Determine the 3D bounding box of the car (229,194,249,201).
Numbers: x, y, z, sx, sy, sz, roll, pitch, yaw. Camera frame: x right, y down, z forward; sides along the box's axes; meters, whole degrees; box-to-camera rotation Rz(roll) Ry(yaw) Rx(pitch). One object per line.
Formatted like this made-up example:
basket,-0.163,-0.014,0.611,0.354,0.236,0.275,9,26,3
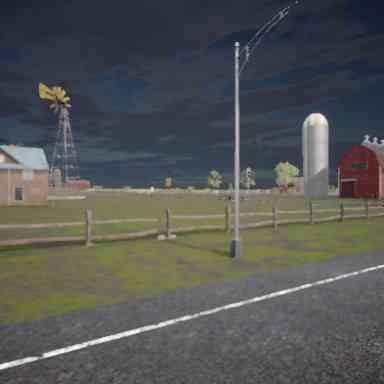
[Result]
car,9.868,1.082,70.027,1.882,1.535,5.008,0,1,-36
